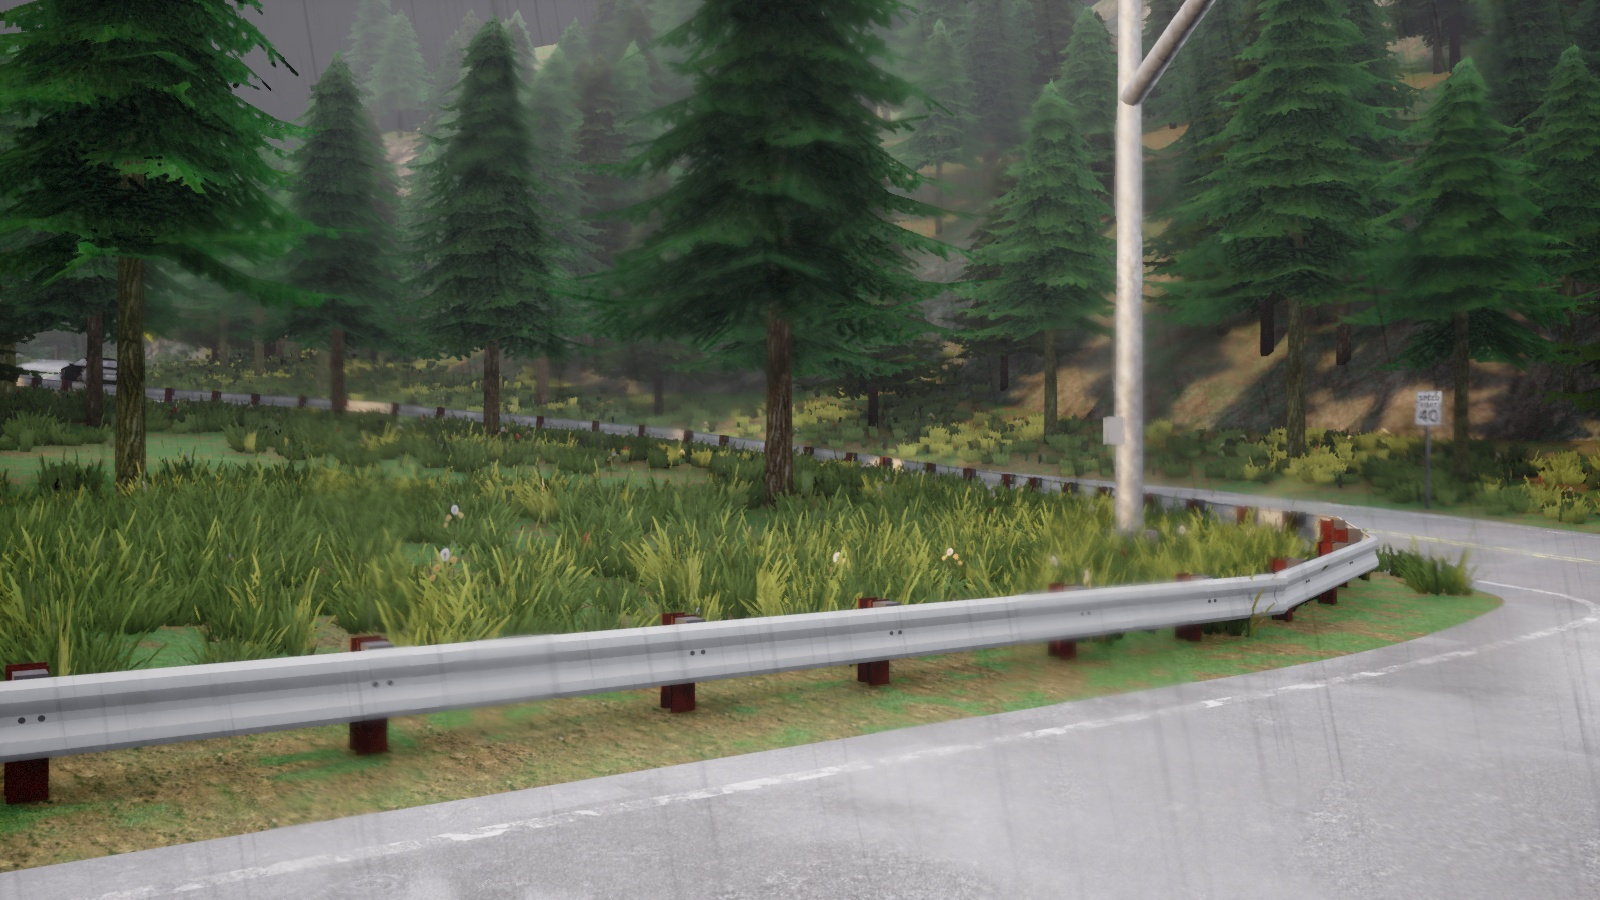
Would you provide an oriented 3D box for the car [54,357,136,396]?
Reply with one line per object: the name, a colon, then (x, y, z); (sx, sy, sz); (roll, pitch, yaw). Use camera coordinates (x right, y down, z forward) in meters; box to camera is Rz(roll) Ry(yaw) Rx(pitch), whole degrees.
car: (-29.846, -3.124, 53.121); (1.994, 1.385, 4.181); (0, 5, -44)
